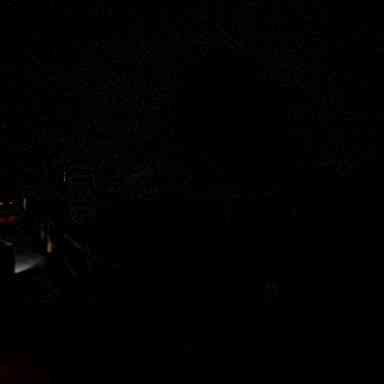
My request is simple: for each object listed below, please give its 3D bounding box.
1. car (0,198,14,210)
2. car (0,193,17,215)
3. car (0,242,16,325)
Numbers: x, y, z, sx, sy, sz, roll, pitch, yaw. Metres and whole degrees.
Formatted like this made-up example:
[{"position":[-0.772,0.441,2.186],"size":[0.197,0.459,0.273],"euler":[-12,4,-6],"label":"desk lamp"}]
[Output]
[{"position":[-23.778,1.463,42.230],"size":[2.033,1.411,5.357],"euler":[0,0,-28],"label":"car"},{"position":[-18.665,1.151,32.803],"size":[2.150,2.045,5.566],"euler":[0,0,-28],"label":"car"},{"position":[-4.595,1.544,6.519],"size":[1.994,1.385,4.181],"euler":[0,0,-28],"label":"car"}]
